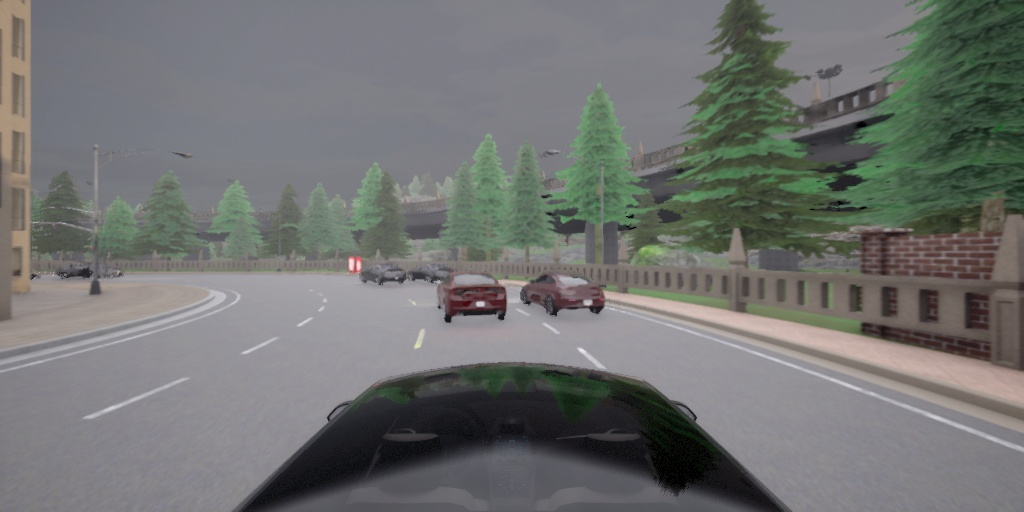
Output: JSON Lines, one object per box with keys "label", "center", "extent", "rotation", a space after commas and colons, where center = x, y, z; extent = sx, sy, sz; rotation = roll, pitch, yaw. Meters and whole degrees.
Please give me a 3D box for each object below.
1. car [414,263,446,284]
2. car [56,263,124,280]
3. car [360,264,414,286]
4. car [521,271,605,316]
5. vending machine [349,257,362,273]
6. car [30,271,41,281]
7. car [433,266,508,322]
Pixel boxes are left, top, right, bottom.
{"label": "car", "center": [-6.386, 1.315, 27.949], "extent": [2.128, 1.511, 4.902], "rotation": [0, 0, -42]}
{"label": "car", "center": [-38.766, 1.369, 33.006], "extent": [4.902, 1.511, 2.128], "rotation": [0, 0, 1]}
{"label": "car", "center": [-9.484, 1.314, 26.175], "extent": [2.128, 1.511, 4.902], "rotation": [0, 0, -43]}
{"label": "car", "center": [1.770, 1.302, 13.516], "extent": [1.812, 1.442, 4.674], "rotation": [0, 0, -16]}
{"label": "vending machine", "center": [-17.872, 1.064, 40.883], "extent": [0.880, 2.100, 1.100], "rotation": [0, 0, 22]}
{"label": "car", "center": [-42.523, 1.421, 29.565], "extent": [5.357, 1.411, 2.033], "rotation": [0, 0, 1]}
{"label": "car", "center": [-1.557, 1.257, 12.565], "extent": [1.882, 1.535, 5.008], "rotation": [0, -1, -16]}
